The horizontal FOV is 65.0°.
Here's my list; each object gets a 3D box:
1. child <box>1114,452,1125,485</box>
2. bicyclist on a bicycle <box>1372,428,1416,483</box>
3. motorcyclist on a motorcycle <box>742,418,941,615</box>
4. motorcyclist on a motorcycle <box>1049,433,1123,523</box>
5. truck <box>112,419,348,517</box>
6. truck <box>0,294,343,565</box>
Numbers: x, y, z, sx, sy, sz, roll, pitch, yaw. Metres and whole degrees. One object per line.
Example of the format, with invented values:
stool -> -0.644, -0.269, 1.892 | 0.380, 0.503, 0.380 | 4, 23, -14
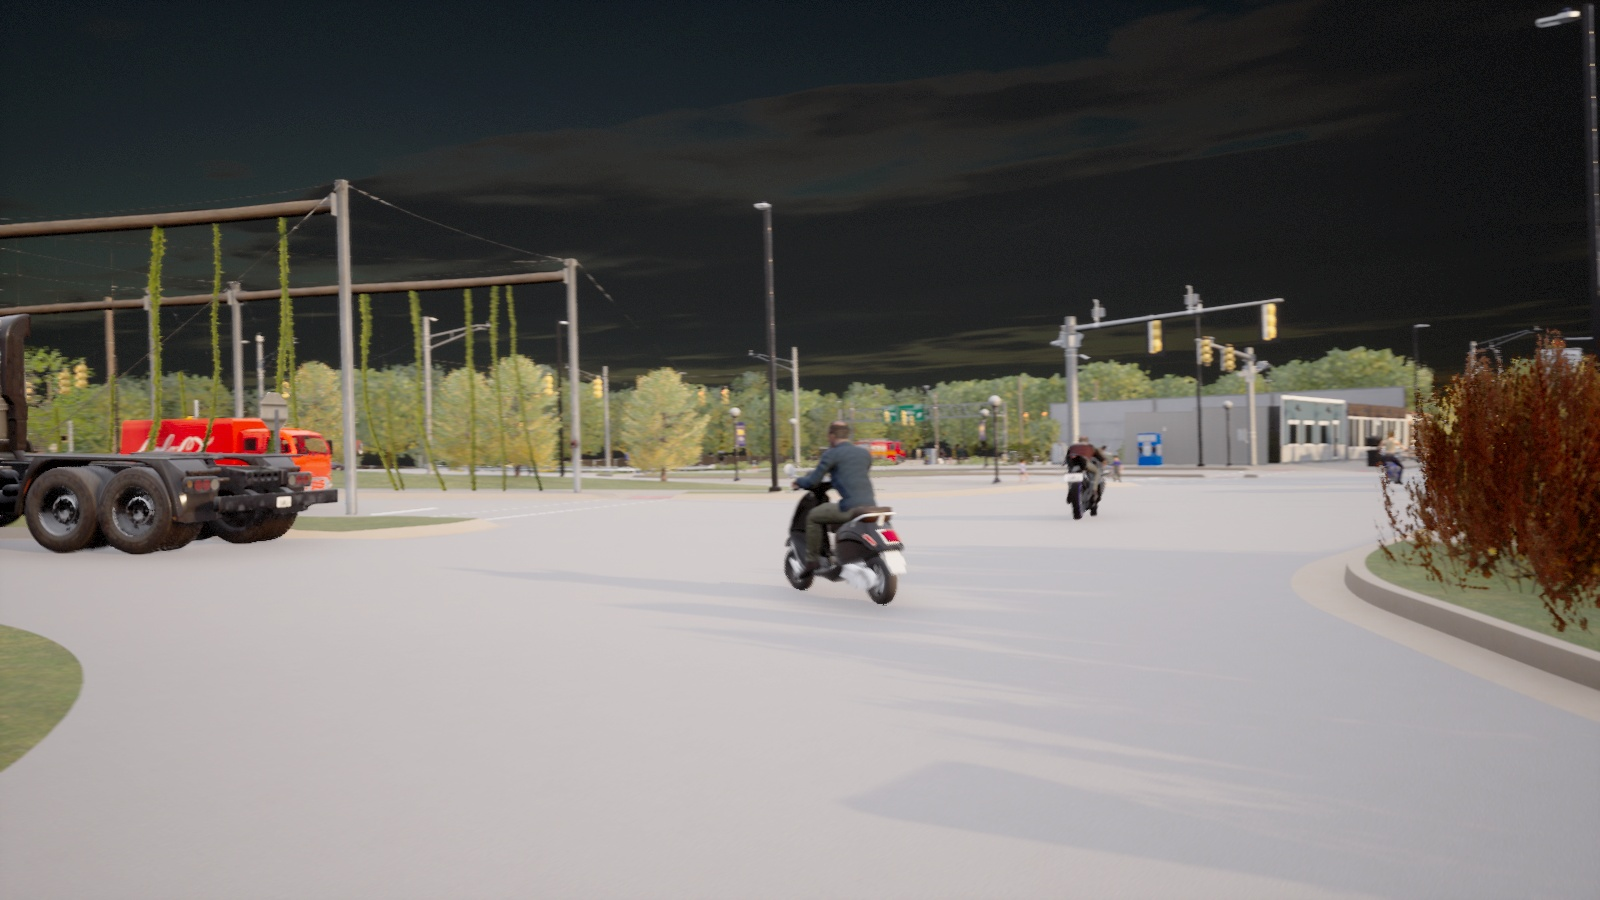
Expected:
child -> 12.479, 0.711, 49.049 | 0.270, 1.263, 0.437 | -2, 0, 28
bicyclist on a bicycle -> 17.865, 0.184, 37.734 | 0.866, 1.612, 1.509 | -2, -2, 37
motorcyclist on a motorcycle -> 0.331, 0.541, 11.248 | 0.866, 1.590, 1.817 | -2, 1, -32
motorcyclist on a motorcycle -> 5.206, 0.496, 22.761 | 0.866, 1.530, 2.191 | -3, -2, 22
truck -> -15.212, 0.463, 33.681 | 5.204, 2.467, 2.627 | 0, 0, 13
truck -> -11.065, -0.331, 18.399 | 7.936, 3.462, 2.891 | 1, 1, 14
